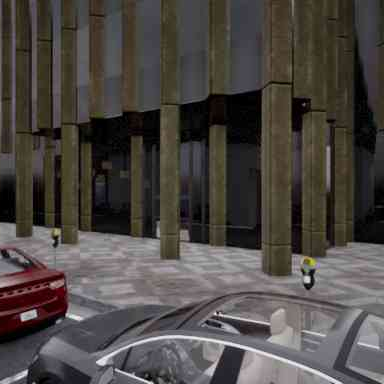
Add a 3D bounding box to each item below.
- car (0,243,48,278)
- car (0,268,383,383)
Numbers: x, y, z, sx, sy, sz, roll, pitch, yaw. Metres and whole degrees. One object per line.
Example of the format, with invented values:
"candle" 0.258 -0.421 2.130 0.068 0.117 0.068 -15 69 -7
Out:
"car" -4.039 1.544 5.809 4.507 1.381 1.887 0 0 35
"car" 0.403 1.550 2.672 4.403 1.369 2.008 0 0 35
